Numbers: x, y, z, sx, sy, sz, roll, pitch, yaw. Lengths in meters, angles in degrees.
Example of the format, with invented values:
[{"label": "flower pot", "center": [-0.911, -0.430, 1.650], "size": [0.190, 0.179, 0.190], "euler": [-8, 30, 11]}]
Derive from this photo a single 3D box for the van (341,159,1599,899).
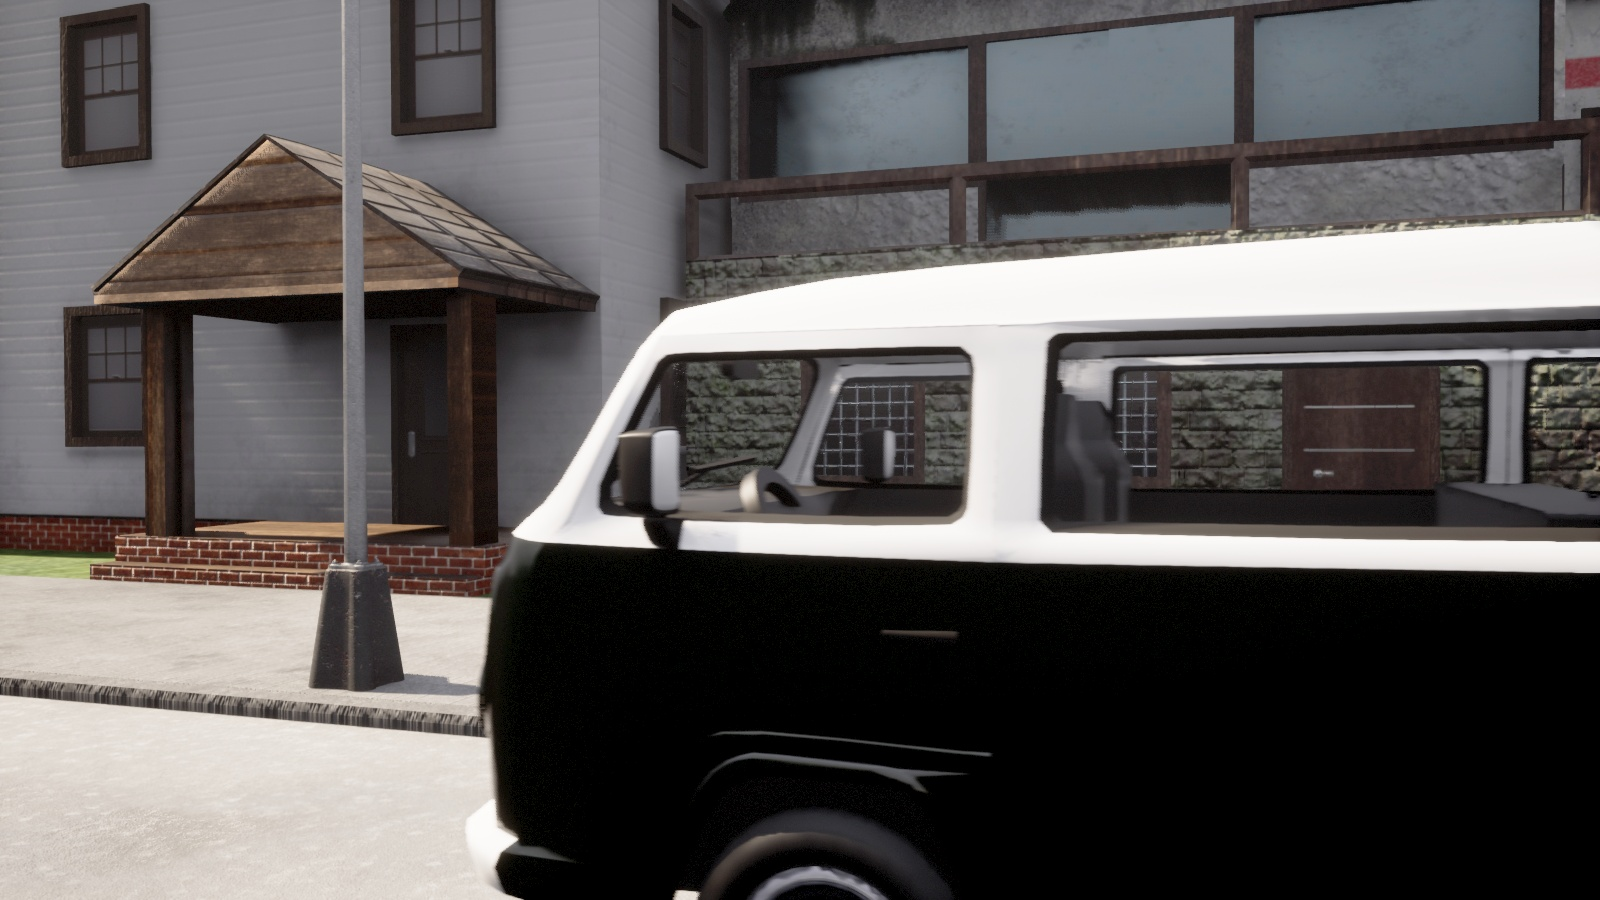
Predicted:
[{"label": "van", "center": [1.352, 0.503, 3.269], "size": [4.480, 2.038, 2.069], "euler": [1, 1, 19]}]
